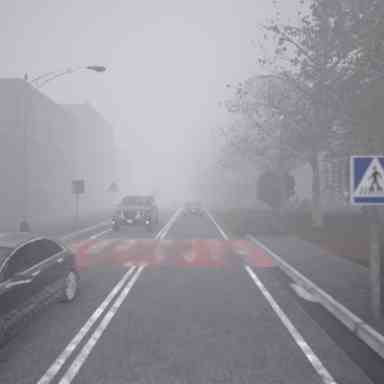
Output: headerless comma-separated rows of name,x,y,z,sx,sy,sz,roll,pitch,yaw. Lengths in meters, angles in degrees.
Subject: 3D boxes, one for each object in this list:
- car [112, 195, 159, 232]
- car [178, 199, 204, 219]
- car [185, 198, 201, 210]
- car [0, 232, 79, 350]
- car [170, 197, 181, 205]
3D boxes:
car,-3.290,1.200,20.379,2.150,2.045,5.566,0,0,0
car,0.090,1.516,28.683,2.033,1.411,5.357,0,0,0
car,0.198,1.549,43.483,1.994,1.385,4.181,0,0,0
car,-3.340,1.499,5.335,1.837,1.490,4.892,0,0,0
car,-3.010,1.627,63.050,1.882,1.535,5.008,0,-1,1
